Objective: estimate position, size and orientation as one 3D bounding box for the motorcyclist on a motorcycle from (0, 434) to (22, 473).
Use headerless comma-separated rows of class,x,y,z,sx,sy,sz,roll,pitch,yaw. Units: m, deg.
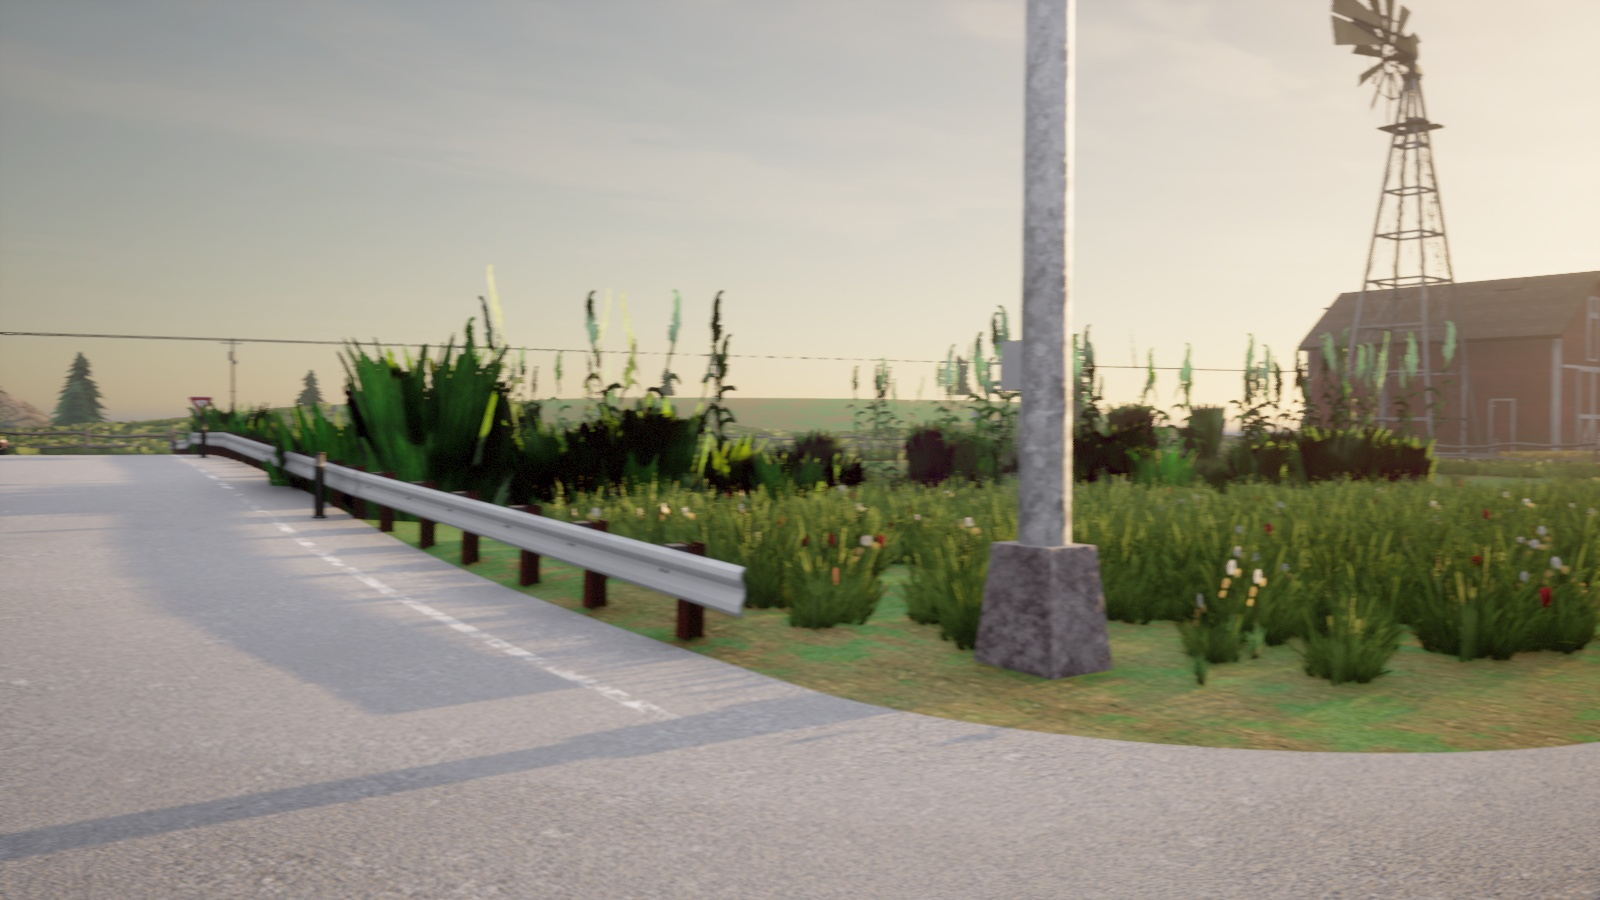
motorcyclist on a motorcycle,-35.830,0.182,55.463,2.350,1.649,0.766,-2,2,1
